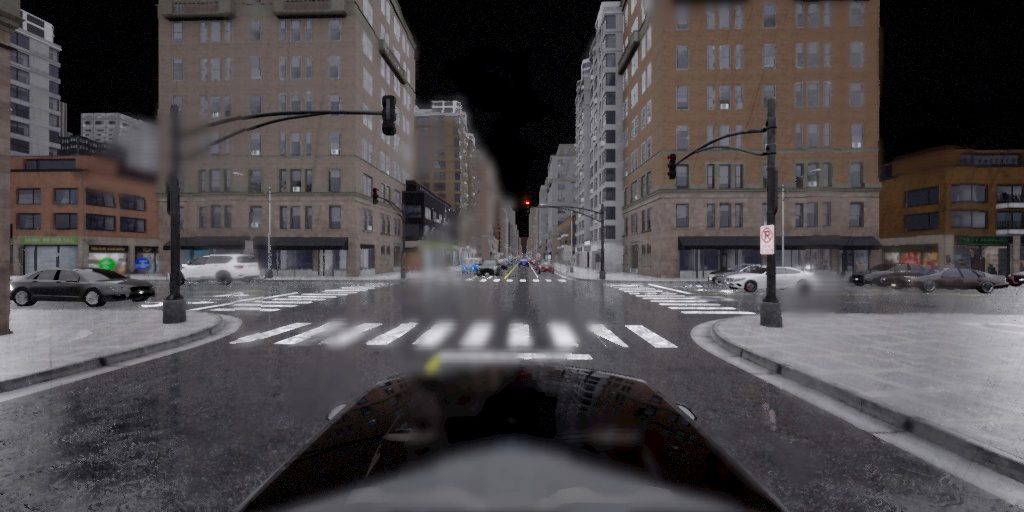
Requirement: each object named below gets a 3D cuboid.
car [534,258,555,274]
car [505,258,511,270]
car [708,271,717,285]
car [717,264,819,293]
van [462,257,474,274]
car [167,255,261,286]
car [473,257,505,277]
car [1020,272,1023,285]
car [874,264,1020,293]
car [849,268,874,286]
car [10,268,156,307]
[{"bbox_3d":[3.850,1.209,40.883,1.967,1.591,4.097,0,0,2],"label":"car"},{"bbox_3d":[-1.556,1.381,51.392,1.895,1.301,4.718,0,0,1],"label":"car"},{"bbox_3d":[15.666,1.257,23.783,4.902,1.511,2.128,0,0,2],"label":"car"},{"bbox_3d":[14.787,1.291,20.556,4.674,1.442,1.812,0,0,3],"label":"car"},{"bbox_3d":[-4.671,1.110,41.175,1.690,1.789,3.998,0,0,2],"label":"van"},{"bbox_3d":[-20.451,0.955,24.769,5.566,2.045,2.150,0,0,3],"label":"car"},{"bbox_3d":[-2.172,1.116,35.369,2.097,1.767,4.553,0,0,4],"label":"car"},{"bbox_3d":[35.065,1.359,23.204,4.181,1.385,1.994,0,0,2],"label":"car"},{"bbox_3d":[24.374,1.325,20.275,5.357,1.411,2.033,0,0,2],"label":"car"},{"bbox_3d":[25.083,1.283,23.506,4.892,1.490,1.837,0,0,2],"label":"car"},{"bbox_3d":[-17.632,1.239,14.806,4.892,1.490,1.837,0,0,2],"label":"car"}]
